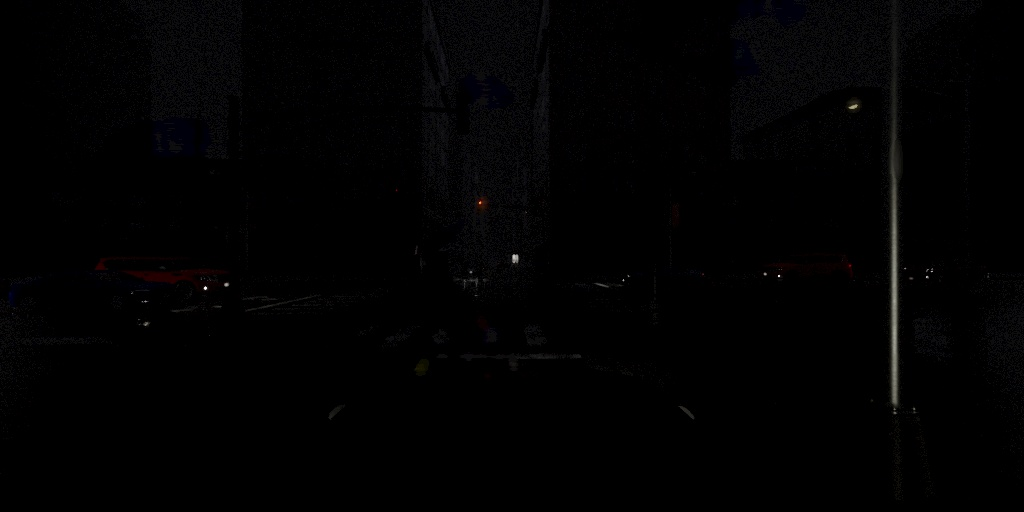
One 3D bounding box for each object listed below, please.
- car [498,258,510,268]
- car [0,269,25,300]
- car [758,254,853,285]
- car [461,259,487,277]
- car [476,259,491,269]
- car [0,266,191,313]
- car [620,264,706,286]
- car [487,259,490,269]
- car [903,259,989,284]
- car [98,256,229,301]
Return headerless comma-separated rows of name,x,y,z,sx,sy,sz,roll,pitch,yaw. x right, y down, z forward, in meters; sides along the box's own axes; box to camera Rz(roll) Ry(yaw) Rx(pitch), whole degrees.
car,-1.377,1.349,60.093,1.994,1.385,4.181,0,0,-2
car,-26.266,1.366,16.663,4.674,1.442,1.812,0,0,-1
car,20.193,0.881,24.778,5.566,2.045,2.150,0,0,-2
car,-3.901,1.256,35.678,2.128,1.511,4.902,0,0,-2
car,-4.508,1.276,58.140,2.128,1.511,4.902,0,0,-1
car,-15.784,1.279,13.733,5.008,1.535,1.882,0,0,-2
car,10.235,1.241,24.477,5.357,1.411,2.033,0,0,-2
car,-4.218,1.280,47.134,1.837,1.490,4.892,0,0,-2
car,30.086,0.979,25.070,4.553,1.767,2.097,0,0,-2
car,-16.343,1.025,16.968,5.566,2.045,2.150,0,0,-2
